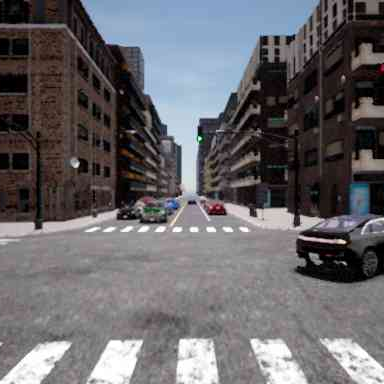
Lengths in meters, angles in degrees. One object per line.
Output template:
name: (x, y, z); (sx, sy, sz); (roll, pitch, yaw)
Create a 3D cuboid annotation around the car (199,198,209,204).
car: (2.710, 2.057, 75.953); (2.008, 1.369, 4.403); (0, 0, 0)

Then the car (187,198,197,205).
car: (0.020, 2.012, 69.360); (1.994, 1.385, 4.181); (0, 0, 0)

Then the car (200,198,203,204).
car: (2.704, 1.930, 53.224); (1.802, 1.307, 4.206); (0, 0, 0)

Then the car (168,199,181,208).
car: (-2.984, 1.931, 58.313); (2.033, 1.411, 5.357); (0, 0, 0)

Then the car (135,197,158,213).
car: (-5.680, 1.587, 41.861); (2.192, 1.841, 5.009); (0, 0, 0)

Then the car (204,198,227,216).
car: (2.699, 1.674, 36.178); (1.967, 1.590, 4.097); (0, 0, 0)

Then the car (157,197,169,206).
car: (-5.673, 1.867, 64.590); (1.967, 1.590, 4.097); (0, 0, 0)

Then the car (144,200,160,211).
car: (-5.678, 1.835, 47.372); (1.752, 1.417, 4.829); (0, 0, 0)

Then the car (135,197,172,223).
car: (-3.058, 1.529, 27.446); (2.097, 1.767, 4.553); (0, 0, -1)

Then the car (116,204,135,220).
car: (-5.683, 1.763, 30.495); (1.947, 1.339, 4.313); (0, 0, 0)

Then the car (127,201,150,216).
car: (-5.681, 1.759, 36.007); (1.752, 1.417, 4.829); (0, 0, 0)

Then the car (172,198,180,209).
car: (-2.995, 1.789, 47.745); (1.882, 1.535, 5.008); (0, 0, 0)

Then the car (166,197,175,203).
car: (-5.667, 2.138, 87.318); (2.008, 1.369, 4.403); (0, 0, 0)

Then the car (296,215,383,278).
car: (5.279, 1.436, 10.005); (4.902, 1.511, 2.128); (-1, -1, -31)

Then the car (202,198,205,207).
car: (2.701, 1.711, 41.860); (1.967, 1.590, 4.097); (0, 0, 0)

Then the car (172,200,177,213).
car: (-3.070, 1.843, 37.377); (1.895, 1.301, 4.718); (0, 0, 0)

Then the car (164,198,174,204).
car: (-5.669, 2.098, 81.635); (2.008, 1.369, 4.403); (0, 0, 0)

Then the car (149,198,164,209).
car: (-5.676, 1.789, 53.225); (1.967, 1.590, 4.097); (0, 0, 0)
